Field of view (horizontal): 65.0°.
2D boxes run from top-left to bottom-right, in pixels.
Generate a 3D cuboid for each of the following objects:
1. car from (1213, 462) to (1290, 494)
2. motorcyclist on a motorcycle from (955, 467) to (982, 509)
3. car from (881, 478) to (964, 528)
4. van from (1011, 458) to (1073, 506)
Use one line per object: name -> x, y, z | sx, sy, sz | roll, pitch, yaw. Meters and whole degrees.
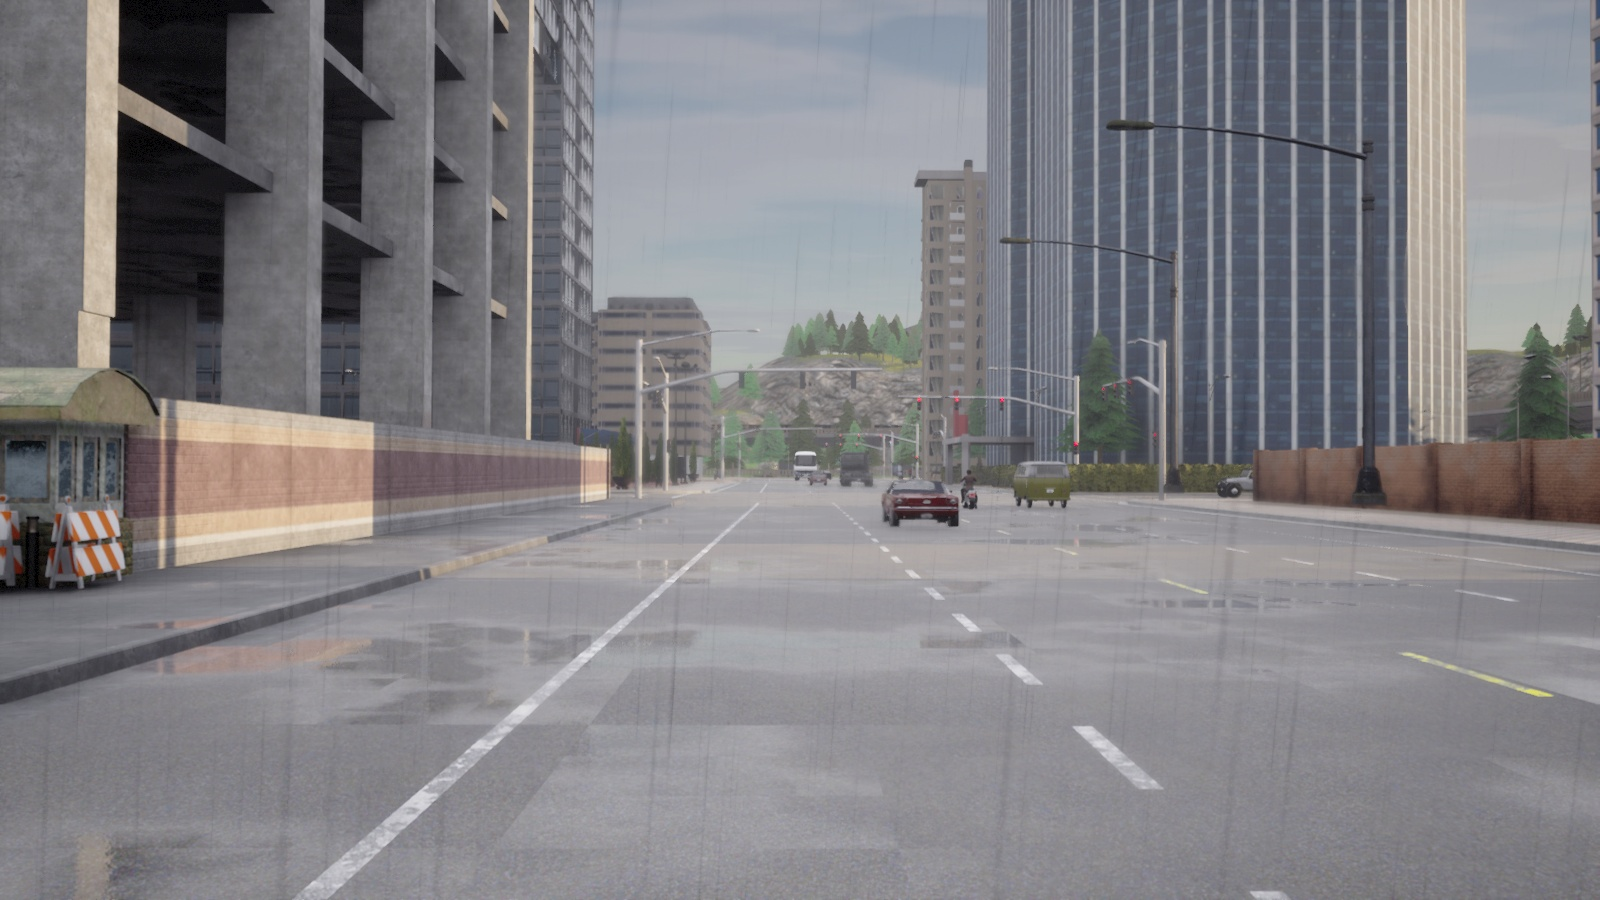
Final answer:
car -> 26.647, 1.657, 74.175 | 3.866, 1.878, 1.905 | 0, -1, 0
motorcyclist on a motorcycle -> 6.870, 1.532, 51.191 | 0.766, 1.649, 2.350 | 0, -1, 0
car -> 3.411, 1.457, 35.833 | 1.895, 1.301, 4.718 | 0, -1, 0
van -> 10.354, 1.365, 54.019 | 1.775, 1.987, 4.442 | 0, -1, 0
